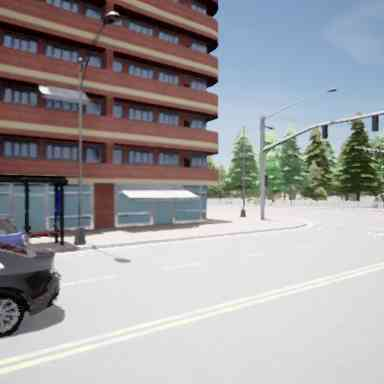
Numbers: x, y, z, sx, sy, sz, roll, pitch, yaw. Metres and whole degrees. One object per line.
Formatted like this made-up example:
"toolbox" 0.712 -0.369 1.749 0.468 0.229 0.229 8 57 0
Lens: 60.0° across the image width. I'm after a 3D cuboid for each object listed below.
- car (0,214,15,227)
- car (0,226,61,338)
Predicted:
"car" -6.383 1.351 8.027 4.553 1.767 2.097 0 0 -35
"car" -4.590 1.505 5.008 4.892 1.490 1.837 0 0 -35
